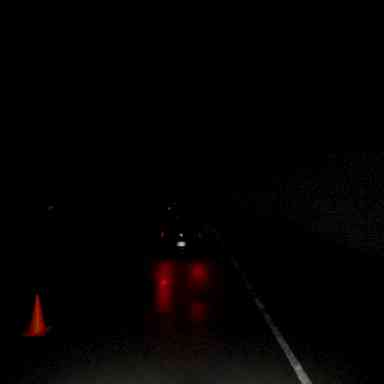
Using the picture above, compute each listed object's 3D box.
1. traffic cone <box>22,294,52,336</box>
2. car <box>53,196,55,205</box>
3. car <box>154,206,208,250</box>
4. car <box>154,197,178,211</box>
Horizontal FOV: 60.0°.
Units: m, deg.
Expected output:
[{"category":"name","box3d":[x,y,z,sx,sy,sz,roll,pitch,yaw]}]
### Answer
[{"category":"traffic cone","box3d":[-2.443,1.912,5.257,0.340,0.580,0.340,0,0,0]},{"category":"car","box3d":[-18.355,0.971,46.820,2.097,1.767,4.553,0,1,-24]},{"category":"car","box3d":[-0.422,1.486,13.716,1.895,1.301,4.718,0,0,-1]},{"category":"car","box3d":[-2.494,1.226,31.946,2.128,1.511,4.902,0,0,-11]}]
